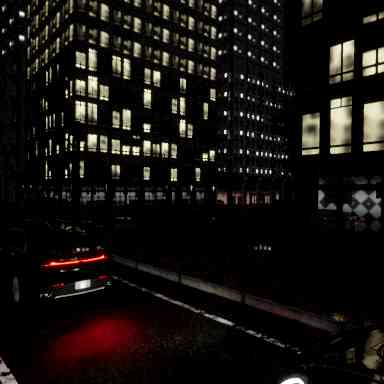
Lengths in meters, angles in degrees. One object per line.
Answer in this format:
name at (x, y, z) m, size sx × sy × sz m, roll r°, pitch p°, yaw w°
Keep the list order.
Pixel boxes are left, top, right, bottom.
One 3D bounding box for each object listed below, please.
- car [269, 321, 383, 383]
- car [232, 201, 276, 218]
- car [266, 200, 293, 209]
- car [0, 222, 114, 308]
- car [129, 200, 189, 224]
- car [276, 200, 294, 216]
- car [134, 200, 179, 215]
car at (2.431, 1.352, 1.322) m, size 2.097 × 1.767 × 4.553 m, roll 0°, pitch 0°, yaw -41°
car at (6.149, 1.832, 33.911) m, size 4.829 × 1.417 × 1.752 m, roll 1°, pitch 0°, yaw -40°
car at (13.493, 1.881, 51.130) m, size 4.313 × 1.339 × 1.947 m, roll 1°, pitch 0°, yaw -40°
car at (-3.660, 1.501, 8.107) m, size 1.837 × 1.490 × 4.892 m, roll 0°, pitch 0°, yaw -41°
car at (-2.581, 1.523, 26.504) m, size 5.009 × 1.841 × 2.192 m, roll 1°, pitch 0°, yaw -40°
car at (10.320, 1.936, 37.450) m, size 4.206 × 1.307 × 1.802 m, roll 1°, pitch 0°, yaw -40°
car at (-3.835, 1.647, 36.431) m, size 4.829 × 1.417 × 1.752 m, roll 1°, pitch 0°, yaw -40°
